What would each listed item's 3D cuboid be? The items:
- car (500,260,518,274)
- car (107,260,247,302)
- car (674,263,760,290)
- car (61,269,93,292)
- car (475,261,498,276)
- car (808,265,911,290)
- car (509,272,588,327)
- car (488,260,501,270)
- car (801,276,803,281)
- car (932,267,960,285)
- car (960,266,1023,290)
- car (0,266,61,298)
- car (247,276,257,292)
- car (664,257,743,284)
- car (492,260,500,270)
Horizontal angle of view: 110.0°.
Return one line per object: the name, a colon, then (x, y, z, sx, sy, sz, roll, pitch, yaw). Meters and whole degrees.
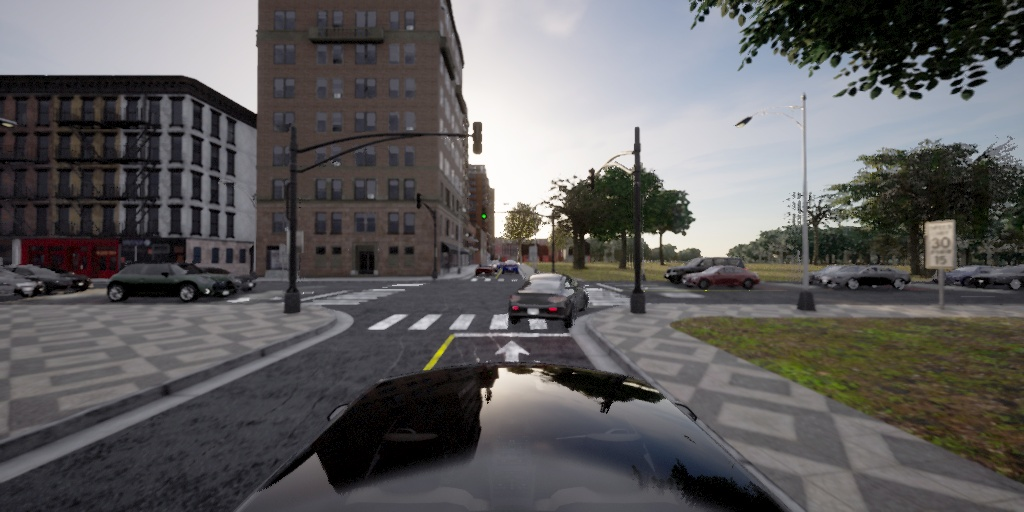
car: (-0.212, 1.371, 45.160, 1.882, 1.535, 5.008, 0, 0, 0)
car: (-15.150, 1.081, 16.199, 4.553, 1.767, 2.097, 0, -1, 0)
car: (13.282, 1.359, 22.931, 4.674, 1.442, 1.812, 0, -1, -3)
car: (-25.776, 1.277, 19.429, 4.892, 1.490, 1.837, 0, -1, 0)
car: (-2.916, 1.467, 39.083, 1.895, 1.301, 4.718, 0, 0, 1)
car: (22.480, 1.335, 22.962, 4.902, 1.511, 2.128, 0, -1, 0)
car: (1.282, 1.294, 11.688, 1.812, 1.442, 4.674, -1, 0, 18)
car: (-2.836, 1.439, 58.423, 1.882, 1.535, 5.008, 0, 0, 0)
car: (23.879, 1.411, 26.213, 4.674, 1.442, 1.812, 0, -1, 0)
car: (33.748, 1.425, 26.222, 4.674, 1.442, 1.812, 0, -1, 0)
car: (32.486, 1.362, 22.970, 4.892, 1.490, 1.837, 0, -1, 0)
car: (-24.287, 1.223, 16.182, 4.902, 1.511, 2.128, 0, -1, 0)
car: (-16.522, 1.294, 19.450, 4.674, 1.442, 1.812, 0, -1, -1)
car: (14.111, 1.096, 26.203, 5.566, 2.045, 2.150, 0, -1, 0)
car: (-2.869, 1.459, 48.730, 2.033, 1.411, 5.357, 0, 0, 0)
